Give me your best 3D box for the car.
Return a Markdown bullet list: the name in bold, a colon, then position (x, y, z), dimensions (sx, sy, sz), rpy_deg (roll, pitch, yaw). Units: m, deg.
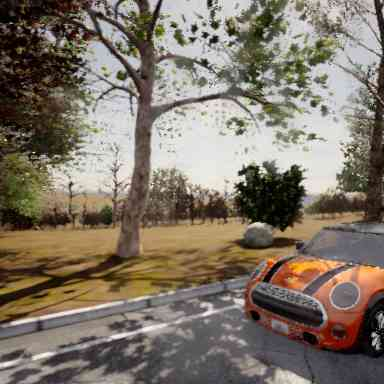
- **car**: position (3.129, 1.396, 6.204), dimensions (4.553, 1.767, 2.097), rpy_deg (0, 0, -35)
